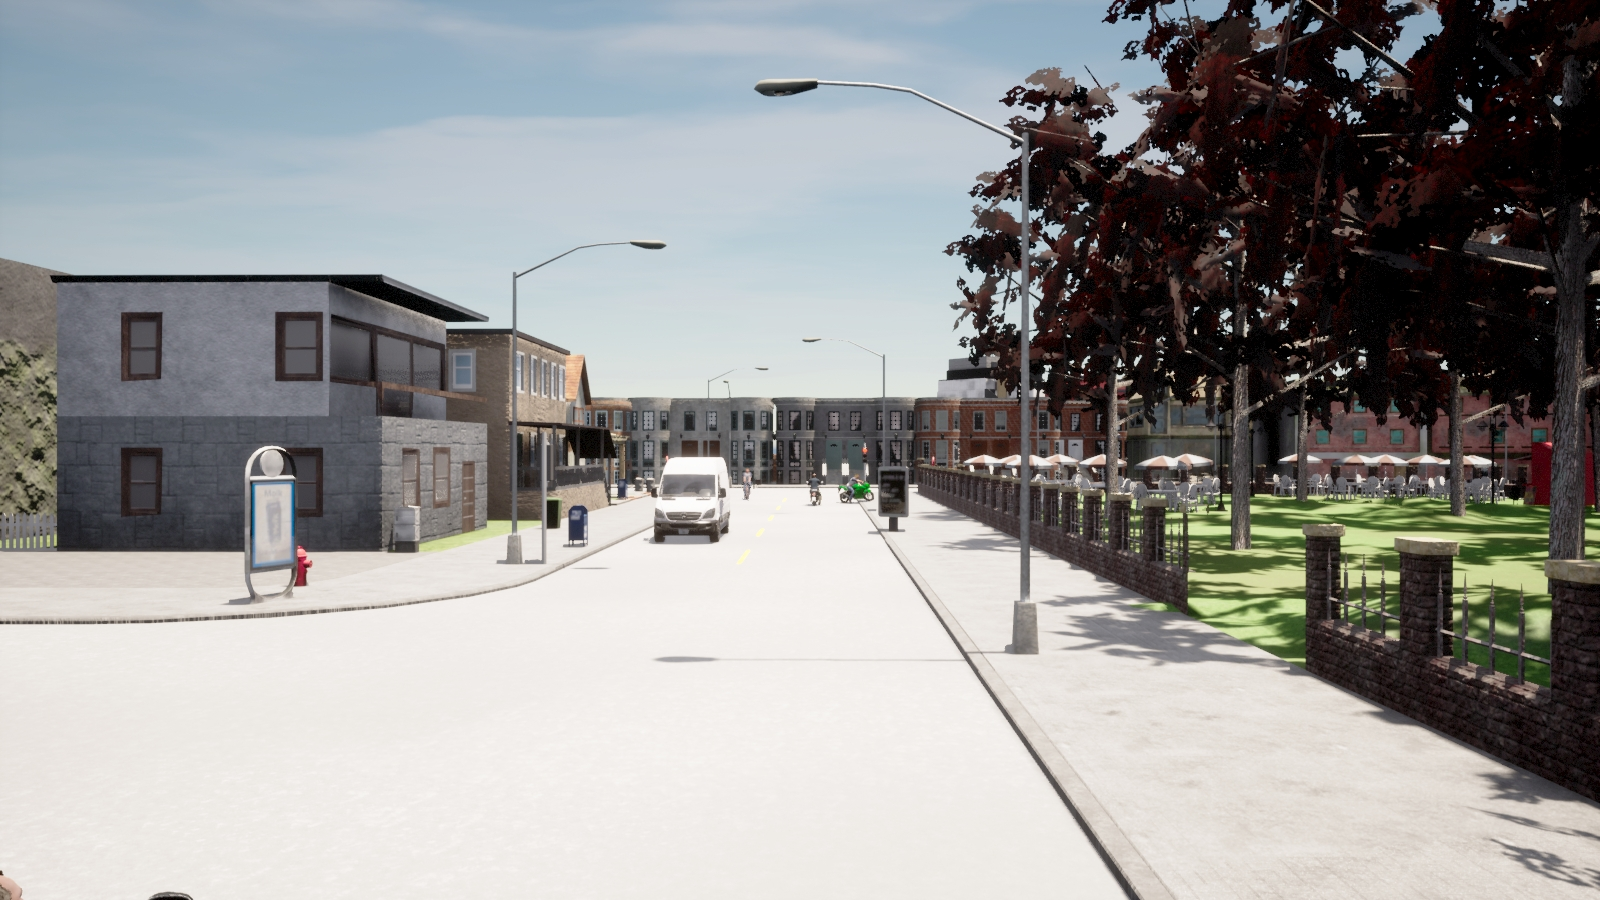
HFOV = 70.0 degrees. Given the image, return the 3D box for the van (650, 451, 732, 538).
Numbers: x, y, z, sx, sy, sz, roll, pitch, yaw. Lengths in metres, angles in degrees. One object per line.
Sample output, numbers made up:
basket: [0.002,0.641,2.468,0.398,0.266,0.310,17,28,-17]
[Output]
van: [-3.393,1.314,36.728,1.988,2.561,5.915,0,0,1]

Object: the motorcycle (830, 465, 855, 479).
motorcycle: [3.779,1.939,101.151,2.033,1.145,0.803,-5,-2,27]

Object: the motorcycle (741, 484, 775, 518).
motorcycle: [-1.677,1.985,45.065,0.867,1.251,2.209,0,0,-15]
